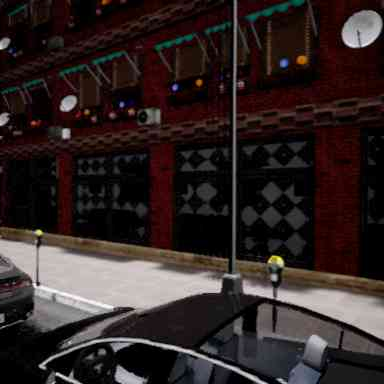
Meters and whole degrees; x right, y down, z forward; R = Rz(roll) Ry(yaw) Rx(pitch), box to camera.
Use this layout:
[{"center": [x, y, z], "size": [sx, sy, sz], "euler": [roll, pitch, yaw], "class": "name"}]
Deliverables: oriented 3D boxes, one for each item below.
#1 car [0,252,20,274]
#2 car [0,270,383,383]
[{"center": [-4.546, 1.582, 5.941], "size": [4.403, 1.369, 2.008], "euler": [0, 1, 35], "class": "car"}, {"center": [-0.024, 1.573, 2.726], "size": [4.313, 1.339, 1.947], "euler": [0, 1, 35], "class": "car"}]
